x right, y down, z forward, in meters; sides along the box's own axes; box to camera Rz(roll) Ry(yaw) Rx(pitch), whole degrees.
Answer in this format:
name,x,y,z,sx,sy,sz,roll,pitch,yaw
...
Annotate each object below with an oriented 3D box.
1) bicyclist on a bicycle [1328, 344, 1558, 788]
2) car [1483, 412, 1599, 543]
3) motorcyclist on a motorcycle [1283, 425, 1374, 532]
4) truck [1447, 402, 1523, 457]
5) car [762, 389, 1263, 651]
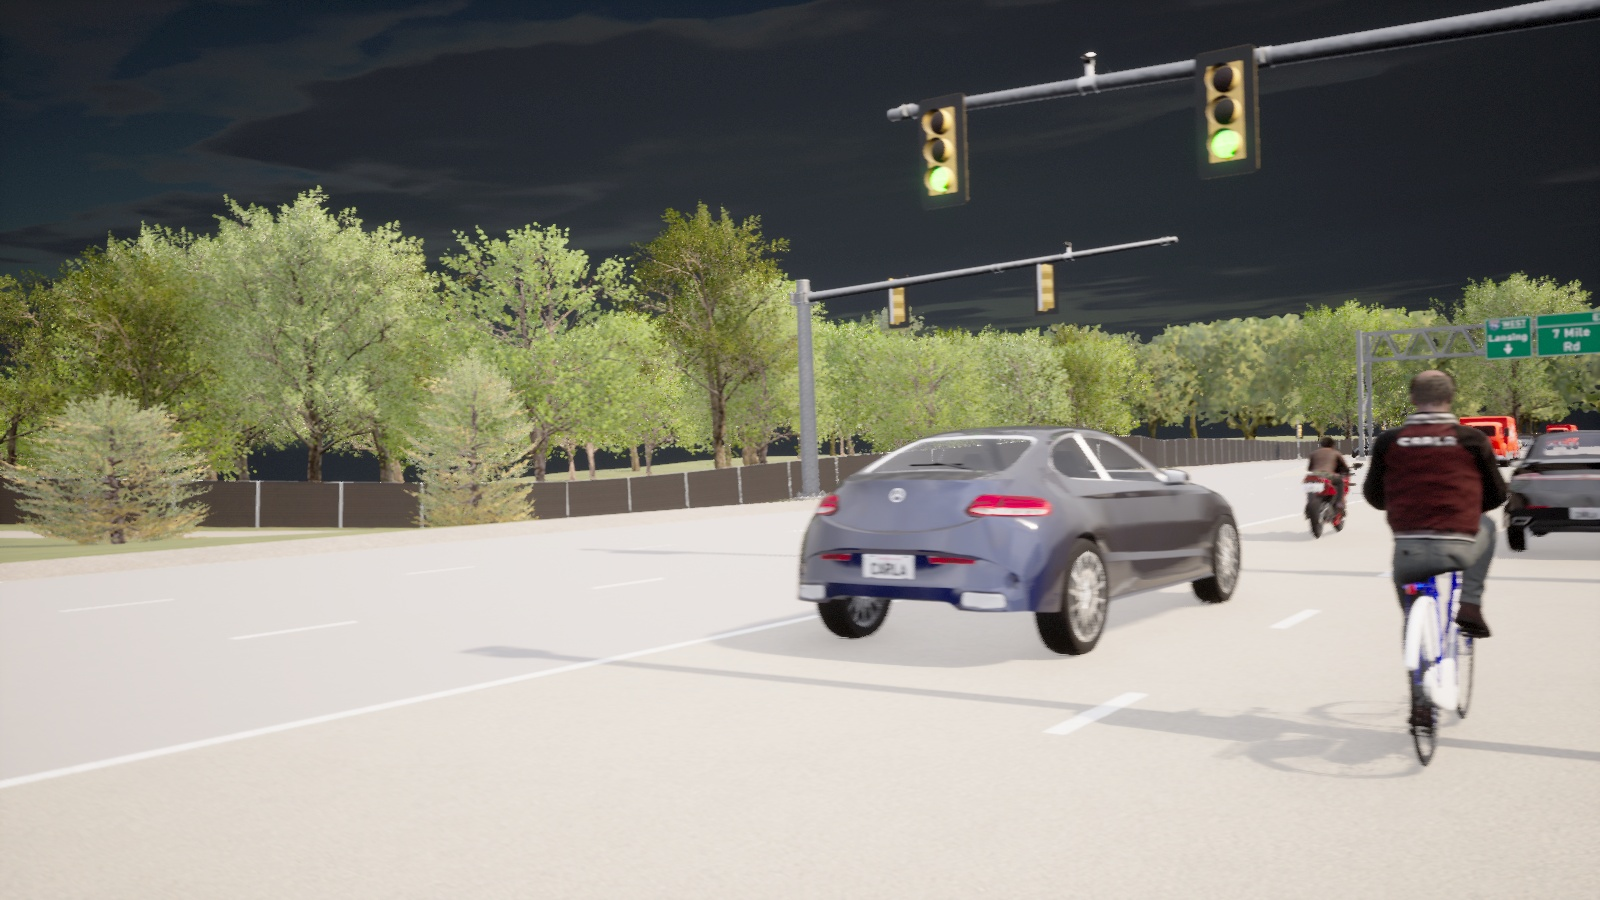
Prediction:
name,x,y,z,sx,sy,sz,roll,pitch,yaw
bicyclist on a bicycle,3.107,0.456,5.966,0.659,1.776,1.843,-3,0,35
car,10.577,0.271,16.595,2.128,1.511,4.902,-3,0,35
motorcyclist on a motorcycle,8.066,0.411,19.102,0.797,1.523,2.044,-3,0,35
truck,33.661,-1.004,61.635,2.627,2.467,5.204,-3,0,35
car,2.078,0.430,10.595,2.152,1.651,5.027,-3,0,35
